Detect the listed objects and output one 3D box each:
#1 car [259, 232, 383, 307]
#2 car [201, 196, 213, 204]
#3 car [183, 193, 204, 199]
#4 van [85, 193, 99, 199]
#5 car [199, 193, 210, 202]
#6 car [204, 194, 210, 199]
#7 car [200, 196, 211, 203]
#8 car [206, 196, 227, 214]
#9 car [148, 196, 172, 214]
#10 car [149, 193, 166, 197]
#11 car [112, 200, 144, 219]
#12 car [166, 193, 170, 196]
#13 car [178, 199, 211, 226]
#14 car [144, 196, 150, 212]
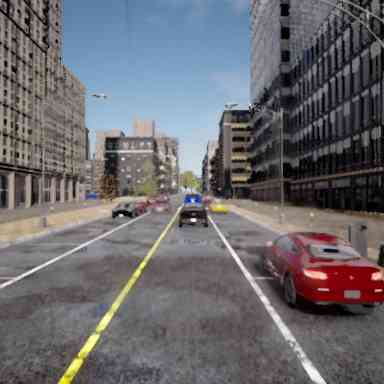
[{"bbox_3d":[2.701,1.568,7.673,1.802,1.307,4.206,1,0,0],"label":"car"},{"bbox_3d":[2.687,1.456,61.644,1.947,1.339,4.313,1,0,0],"label":"car"},{"bbox_3d":[0.090,1.146,41.666,2.150,2.045,5.566,0,0,0],"label":"car"},{"bbox_3d":[-26.267,1.038,86.787,3.998,1.788,1.690,0,-1,0],"label":"van"},{"bbox_3d":[2.762,1.187,72.519,2.192,1.841,5.009,1,0,0],"label":"car"},{"bbox_3d":[2.691,1.453,50.765,1.887,1.381,4.507,1,0,0],"label":"car"},{"bbox_3d":[2.686,1.447,67.083,1.947,1.339,4.313,1,0,0],"label":"car"},{"bbox_3d":[2.695,1.462,34.616,1.752,1.417,4.829,1,0,0],"label":"car"},{"bbox_3d":[-3.103,1.463,34.375,1.812,1.442,4.674,0,0,0],"label":"car"},{"bbox_3d":[-5.686,1.224,50.731,2.192,1.841,5.009,1,0,0],"label":"car"},{"bbox_3d":[-5.685,1.513,28.949,1.947,1.339,4.313,1,0,0],"label":"car"},{"bbox_3d":[-5.693,1.435,61.623,1.887,1.381,4.507,1,0,0],"label":"car"},{"bbox_3d":[0.094,1.464,22.912,1.837,1.490,4.892,0,0,0],"label":"car"},{"bbox_3d":[-5.686,1.482,34.394,1.887,1.381,4.507,1,0,0],"label":"car"}]
